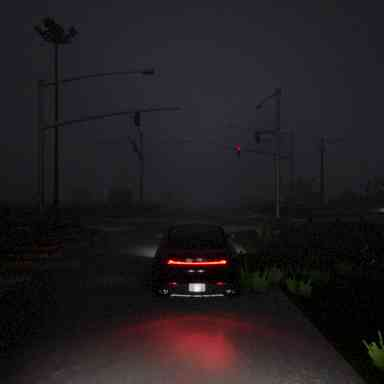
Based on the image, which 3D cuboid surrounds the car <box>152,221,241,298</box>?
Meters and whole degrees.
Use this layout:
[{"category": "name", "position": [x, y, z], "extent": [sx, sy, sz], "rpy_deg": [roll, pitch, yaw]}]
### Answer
[{"category": "car", "position": [0.093, 1.505, 8.522], "extent": [1.837, 1.490, 4.892], "rpy_deg": [0, 0, 0]}]
